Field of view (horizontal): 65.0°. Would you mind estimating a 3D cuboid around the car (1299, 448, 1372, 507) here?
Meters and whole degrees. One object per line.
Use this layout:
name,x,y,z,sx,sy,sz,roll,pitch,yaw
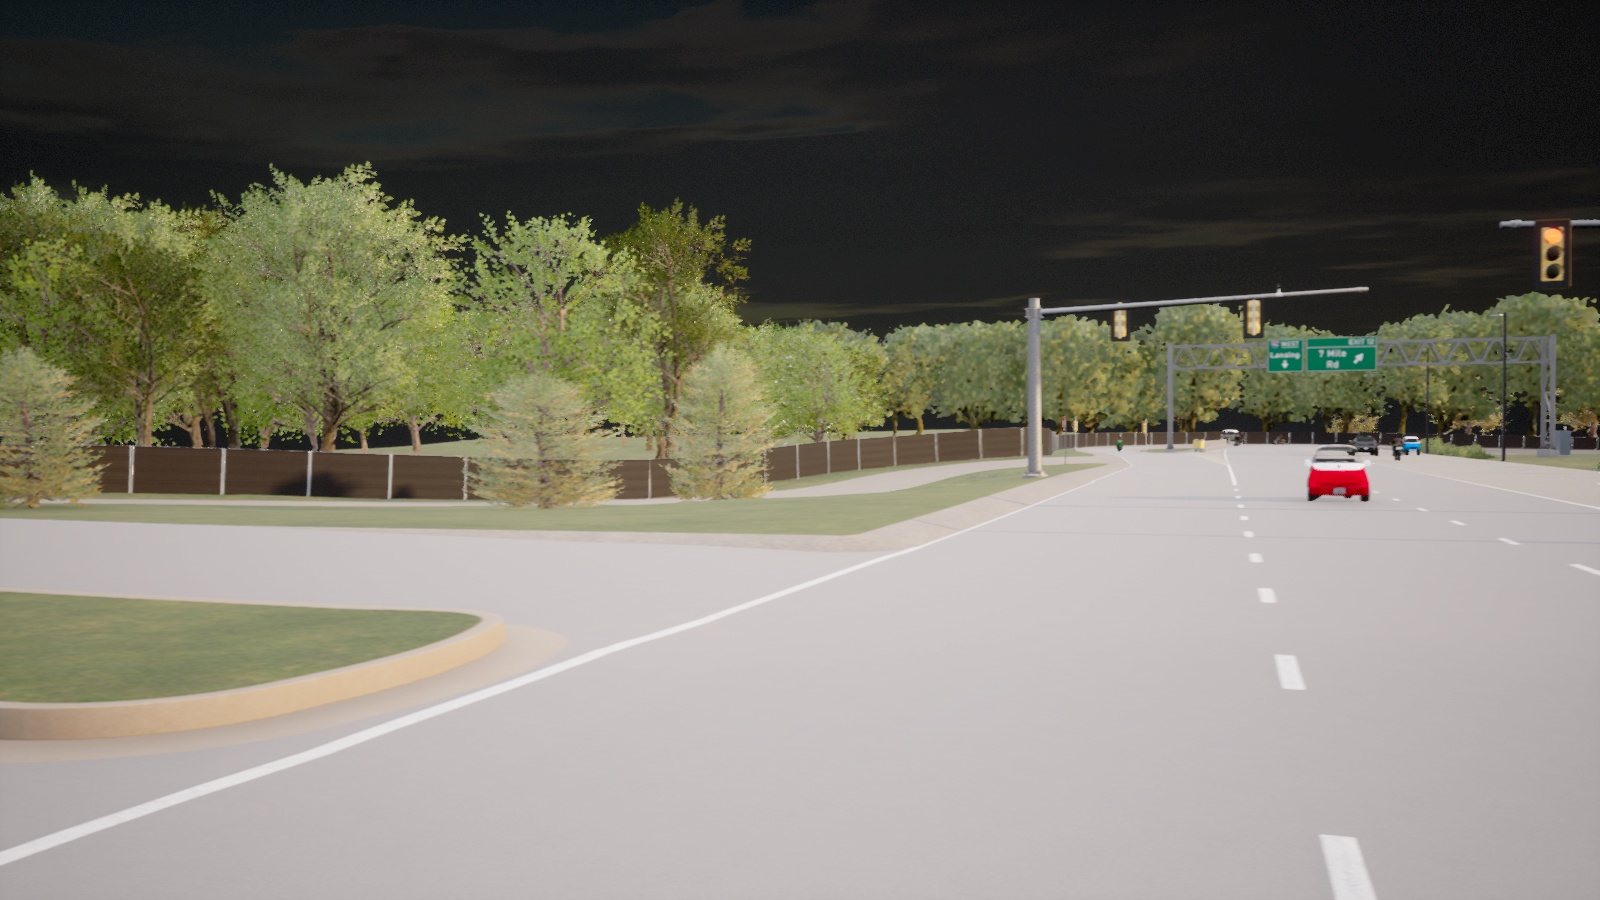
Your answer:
car,13.101,0.648,30.815,1.481,1.376,2.207,1,0,19
